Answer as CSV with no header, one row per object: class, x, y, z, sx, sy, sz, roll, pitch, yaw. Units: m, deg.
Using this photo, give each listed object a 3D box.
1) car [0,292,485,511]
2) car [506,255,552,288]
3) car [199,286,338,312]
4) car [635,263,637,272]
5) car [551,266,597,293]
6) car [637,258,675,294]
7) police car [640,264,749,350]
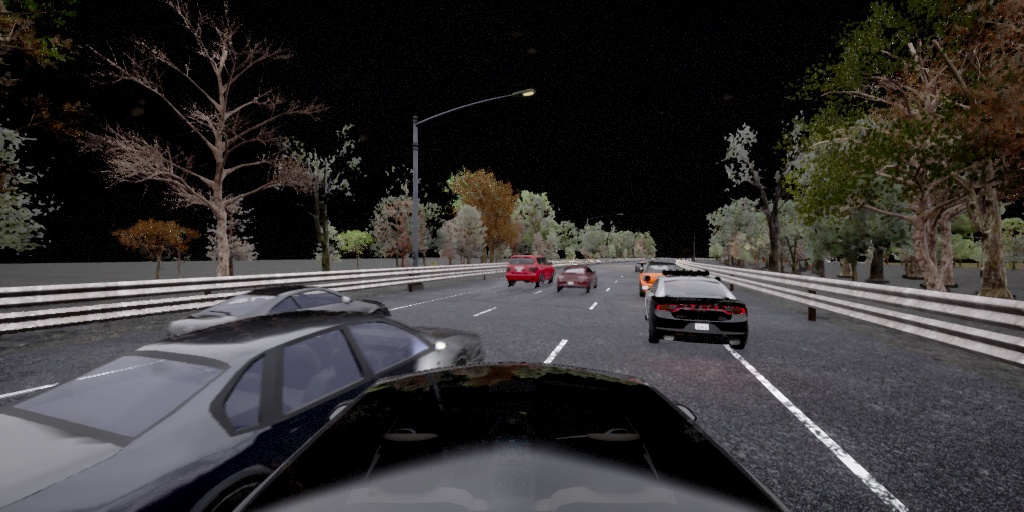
car,-2.071,1.298,3.679,2.033,1.411,5.357,0,0,18
car,1.358,0.976,24.398,2.150,2.045,5.566,0,0,20
car,-4.463,1.314,7.562,1.994,1.385,4.181,0,0,18
car,16.684,1.266,45.436,2.128,1.511,4.902,0,0,22
car,3.860,1.279,20.985,1.812,1.442,4.674,0,0,20
car,7.725,1.104,18.634,2.097,1.767,4.553,0,0,20
police car,4.534,1.175,9.437,1.930,1.638,5.238,0,0,19
